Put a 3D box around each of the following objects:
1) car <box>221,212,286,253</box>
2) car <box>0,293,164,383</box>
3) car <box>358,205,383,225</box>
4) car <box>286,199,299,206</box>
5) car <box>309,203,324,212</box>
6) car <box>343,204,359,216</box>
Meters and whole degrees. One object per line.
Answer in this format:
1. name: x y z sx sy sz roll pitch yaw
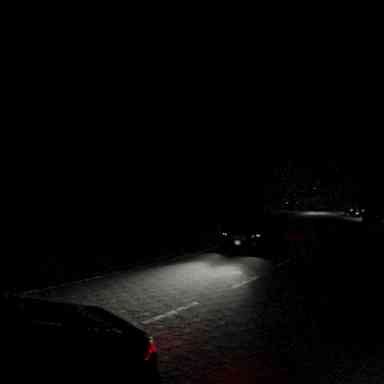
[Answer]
1. car: 2.849 1.680 14.789 2.128 1.511 4.902 0 -1 28
2. car: -2.247 1.597 2.415 4.181 1.385 1.994 1 -1 -41
3. car: 15.320 1.947 27.325 1.895 1.301 4.718 0 -1 18
4. car: 16.320 1.755 54.150 2.097 1.767 4.553 0 -1 17
5. car: 18.501 2.225 49.528 1.895 1.301 4.718 0 -1 18
6. car: 19.046 2.095 39.116 1.895 1.301 4.718 0 -1 17
